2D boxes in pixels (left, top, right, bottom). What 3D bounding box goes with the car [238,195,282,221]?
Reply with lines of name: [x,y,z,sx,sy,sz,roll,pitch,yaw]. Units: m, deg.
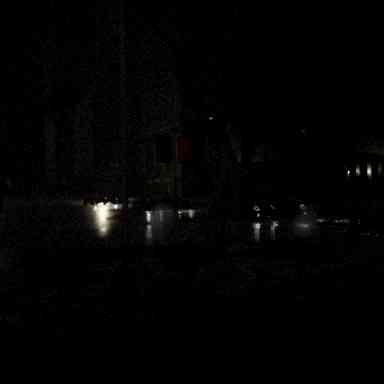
car: [3.818,1.063,23.930,2.097,1.767,4.553,-1,1,-35]

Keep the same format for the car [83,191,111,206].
car: [-14.655,0.913,50.118,2.150,2.045,5.566,-1,1,-35]

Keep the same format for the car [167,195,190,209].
car: [-2.120,1.122,37.927,1.882,1.535,5.008,-1,0,-35]

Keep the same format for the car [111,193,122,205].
car: [-11.815,0.996,51.729,2.097,1.767,4.553,-1,1,-35]

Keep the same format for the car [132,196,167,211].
car: [-4.967,1.230,36.336,1.812,1.442,4.674,-1,1,-35]

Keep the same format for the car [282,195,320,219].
car: [7.173,1.003,24.823,2.097,1.767,4.553,-1,1,-35]

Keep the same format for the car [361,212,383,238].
car: [9.129,1.352,13.378,1.895,1.301,4.718,-1,1,-9]
